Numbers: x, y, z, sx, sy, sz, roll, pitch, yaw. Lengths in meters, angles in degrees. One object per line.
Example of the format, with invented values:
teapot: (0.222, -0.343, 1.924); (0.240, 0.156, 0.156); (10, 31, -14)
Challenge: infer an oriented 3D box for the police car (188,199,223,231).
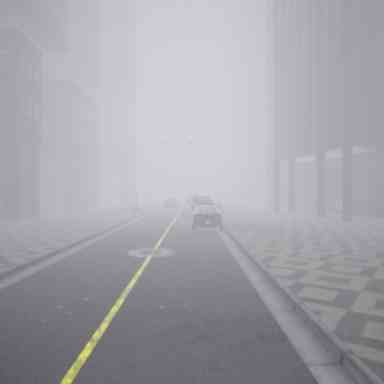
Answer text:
police car: (0.905, 1.521, 21.504); (1.930, 1.638, 5.238); (0, 0, 0)

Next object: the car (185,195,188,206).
car: (0.013, 1.393, 57.974); (2.150, 2.045, 5.566); (0, 0, 0)

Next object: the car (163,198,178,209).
car: (-3.067, 1.633, 48.125); (1.882, 1.535, 5.008); (0, 0, 0)

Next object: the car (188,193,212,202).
car: (0.907, 1.349, 31.424); (2.150, 2.045, 5.566); (0, 0, 0)

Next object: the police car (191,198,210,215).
police car: (0.909, 1.563, 37.503); (1.930, 1.638, 5.238); (0, 0, 0)
